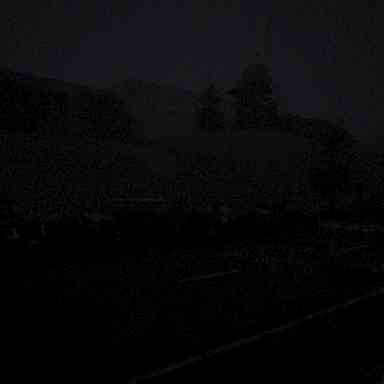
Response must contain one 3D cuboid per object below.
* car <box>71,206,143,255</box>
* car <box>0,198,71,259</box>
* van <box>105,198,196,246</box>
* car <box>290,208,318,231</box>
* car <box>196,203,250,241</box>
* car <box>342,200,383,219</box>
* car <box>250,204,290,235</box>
[{"bbox_3d":[-4.650,1.484,13.268,4.892,1.521,2.231,-1,0,34],"label":"car"},{"bbox_3d":[-7.059,1.241,11.533,5.566,2.045,2.435,-1,-1,35],"label":"car"},{"bbox_3d":[-2.325,1.249,15.070,4.442,1.987,1.878,-1,0,35],"label":"van"},{"bbox_3d":[5.107,1.473,20.196,4.792,1.488,2.163,-1,-1,34],"label":"car"},{"bbox_3d":[0.228,1.337,16.717,4.553,1.767,2.185,-1,0,34],"label":"car"},{"bbox_3d":[14.884,1.435,27.163,4.792,1.488,2.163,-1,-1,34],"label":"car"},{"bbox_3d":[2.636,1.494,18.461,4.674,1.452,2.002,-1,0,35],"label":"car"}]
